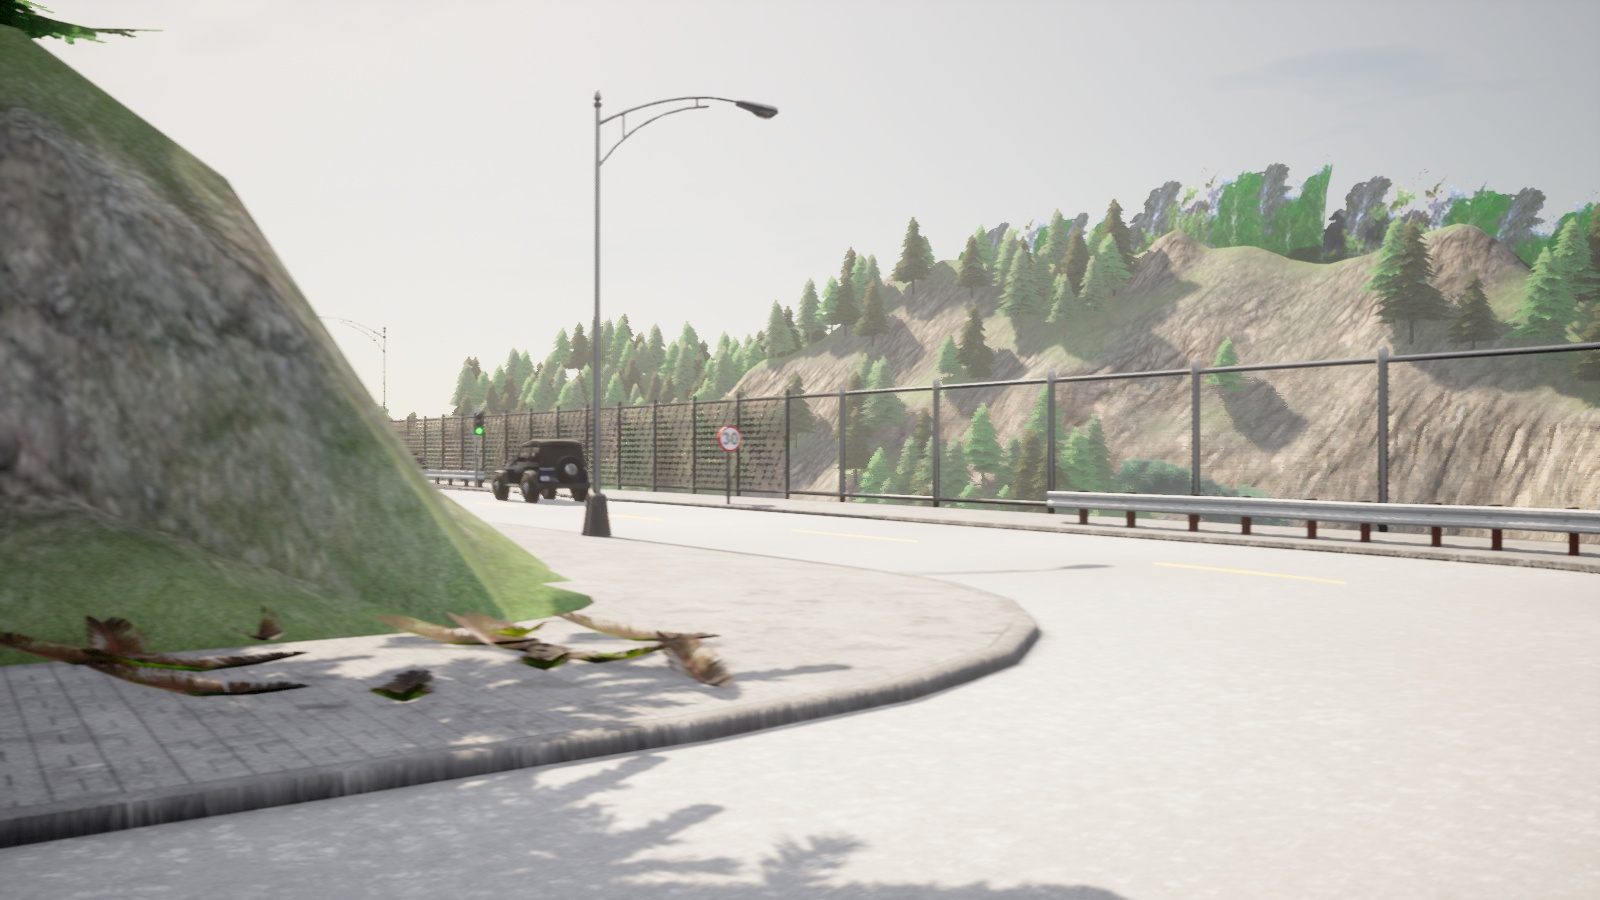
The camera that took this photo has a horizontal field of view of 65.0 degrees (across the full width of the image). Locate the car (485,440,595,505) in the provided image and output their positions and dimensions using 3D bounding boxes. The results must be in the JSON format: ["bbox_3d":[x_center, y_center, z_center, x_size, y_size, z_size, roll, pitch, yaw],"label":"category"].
[{"bbox_3d":[-7.943,0.651,38.173,1.905,1.878,3.866,0,0,-35],"label":"car"}]
